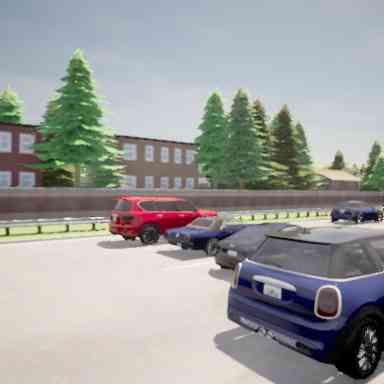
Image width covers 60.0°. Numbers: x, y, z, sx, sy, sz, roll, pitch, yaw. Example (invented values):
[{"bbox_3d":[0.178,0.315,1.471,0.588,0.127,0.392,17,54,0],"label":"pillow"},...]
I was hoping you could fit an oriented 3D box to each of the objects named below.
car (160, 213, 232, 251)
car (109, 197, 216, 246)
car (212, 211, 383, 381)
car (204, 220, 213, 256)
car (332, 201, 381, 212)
[{"bbox_3d":[1.343,1.645,13.301,4.718,1.301,1.895,0,0,-35],"label":"car"},{"bbox_3d":[-1.131,1.263,15.835,5.566,2.045,2.150,0,0,-35],"label":"car"},{"bbox_3d":[2.826,1.380,5.761,4.553,1.767,2.097,0,0,-35],"label":"car"},{"bbox_3d":[2.704,1.604,9.970,4.181,1.385,1.994,0,0,-35],"label":"car"},{"bbox_3d":[12.844,1.479,25.801,4.553,1.767,2.097,0,0,-35],"label":"car"}]
